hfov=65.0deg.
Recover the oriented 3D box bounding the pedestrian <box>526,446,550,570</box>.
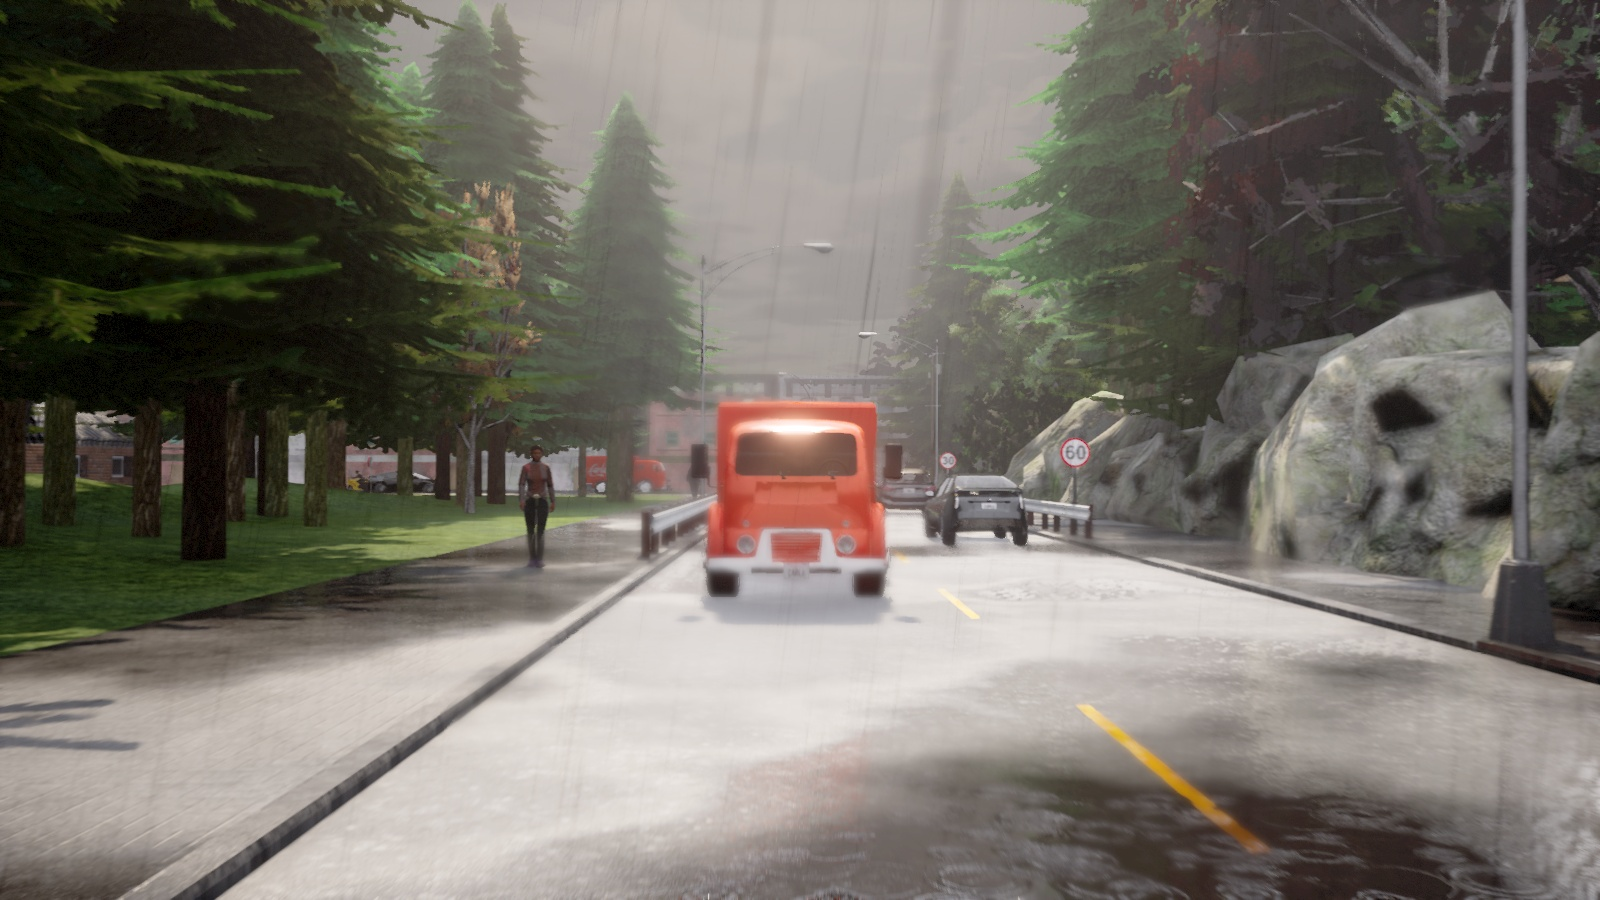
[{"bbox_3d":[-3.908,0.854,18.753,0.328,1.805,0.869,0,-1,-9],"label":"pedestrian"}]

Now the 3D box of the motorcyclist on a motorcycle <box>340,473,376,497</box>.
[{"bbox_3d":[-29.105,2.298,82.720,2.044,1.523,0.797,0,-1,0],"label":"motorcyclist on a motorcycle"}]

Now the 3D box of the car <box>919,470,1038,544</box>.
[{"bbox_3d":[3.922,1.220,28.322,2.007,1.525,4.514,0,-1,0],"label":"car"}]

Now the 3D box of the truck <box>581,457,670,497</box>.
[{"bbox_3d":[-10.914,1.690,78.744,5.204,2.467,2.627,0,-1,0],"label":"truck"}]

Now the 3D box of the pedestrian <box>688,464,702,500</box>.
[{"bbox_3d":[-5.374,1.620,64.187,0.634,1.844,0.899,0,-1,-2],"label":"pedestrian"}]

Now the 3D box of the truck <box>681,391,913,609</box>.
[{"bbox_3d":[-0.041,0.611,16.846,2.627,2.467,5.204,0,-1,0],"label":"truck"}]

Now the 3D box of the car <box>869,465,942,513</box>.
[{"bbox_3d":[3.806,1.415,46.083,2.242,1.667,4.611,0,-1,0],"label":"car"}]

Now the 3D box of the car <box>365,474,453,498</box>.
[{"bbox_3d":[-24.472,2.230,78.725,4.792,1.488,2.163,0,-1,0],"label":"car"}]
